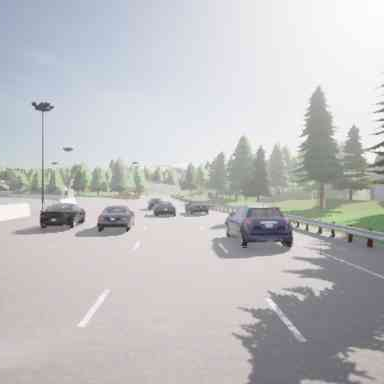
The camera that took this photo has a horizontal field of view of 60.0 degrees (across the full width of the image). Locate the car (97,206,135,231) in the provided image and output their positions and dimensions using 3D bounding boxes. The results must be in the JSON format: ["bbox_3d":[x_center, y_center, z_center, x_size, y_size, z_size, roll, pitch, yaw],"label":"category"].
[{"bbox_3d":[-4.618,1.546,20.615,2.033,1.411,5.357,0,0,-6],"label":"car"}]

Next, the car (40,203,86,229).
[{"bbox_3d":[-8.295,1.476,21.733,1.882,1.535,5.008,0,0,-6],"label":"car"}]

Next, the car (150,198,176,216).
[{"bbox_3d":[-2.736,1.562,32.508,1.994,1.385,4.181,0,0,-9],"label":"car"}]

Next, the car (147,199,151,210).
[{"bbox_3d":[-4.708,1.502,43.041,1.837,1.490,4.892,0,0,-12],"label":"car"}]

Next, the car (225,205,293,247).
[{"bbox_3d":[2.863,1.351,15.158,2.097,1.767,4.553,0,0,-4],"label":"car"}]

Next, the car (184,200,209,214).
[{"bbox_3d":[0.445,1.545,34.872,2.033,1.411,5.357,0,0,-10],"label":"car"}]
